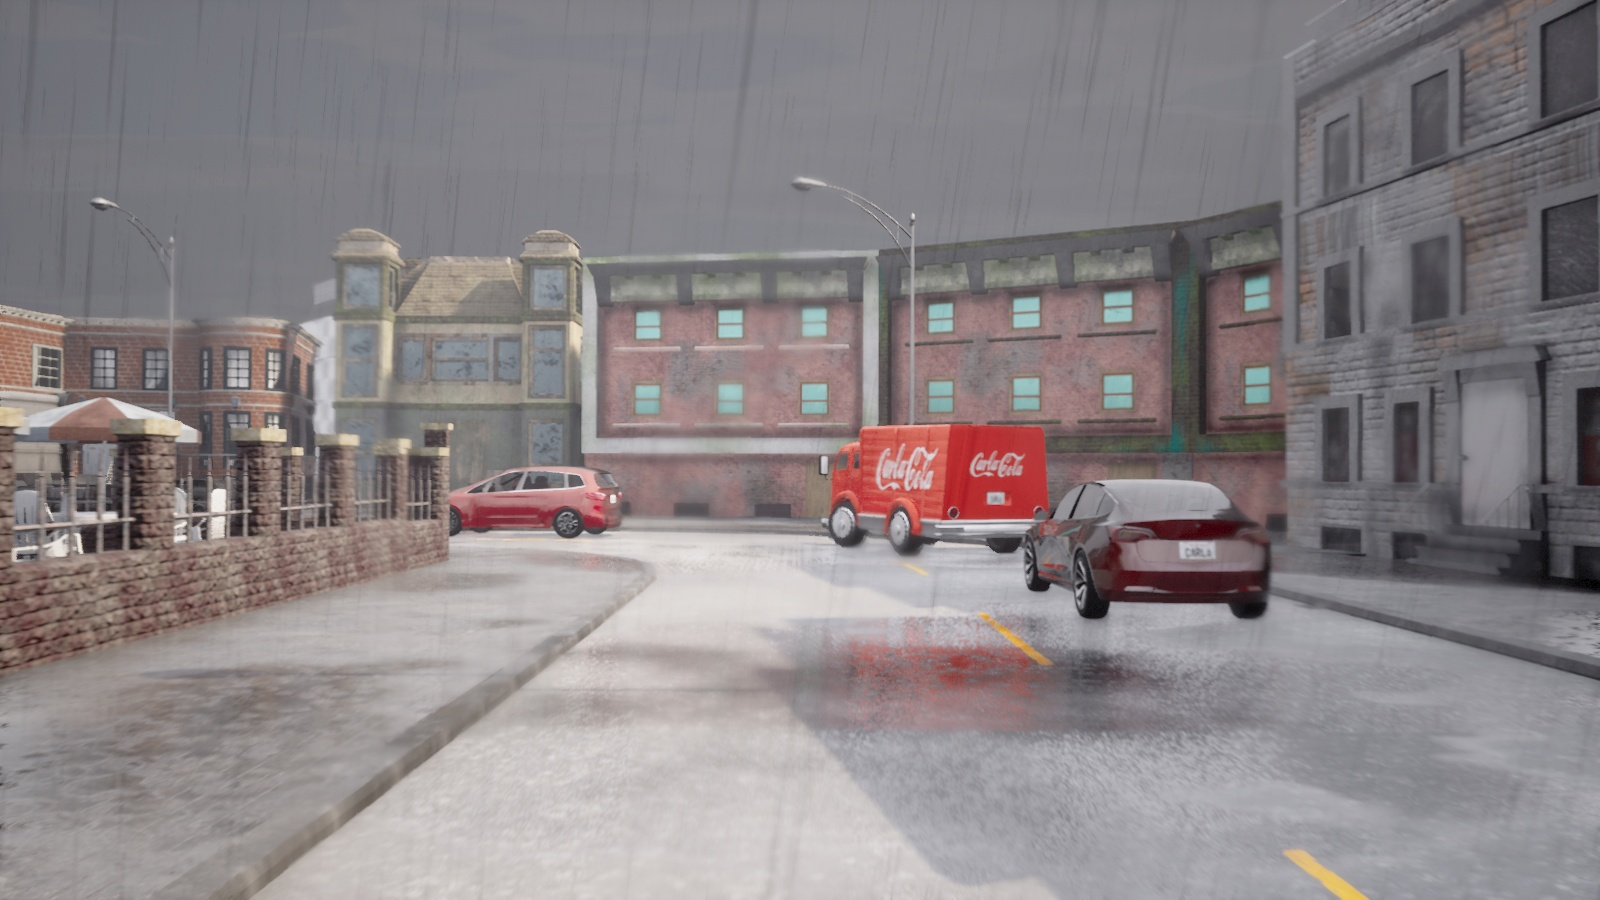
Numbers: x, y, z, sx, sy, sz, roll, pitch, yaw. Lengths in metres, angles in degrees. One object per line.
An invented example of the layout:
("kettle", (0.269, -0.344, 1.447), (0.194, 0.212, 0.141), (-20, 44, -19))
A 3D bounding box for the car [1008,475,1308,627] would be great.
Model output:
("car", (3.963, 1.048, 14.898), (2.163, 1.488, 4.792), (0, -1, 0))

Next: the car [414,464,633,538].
("car", (-6.551, 1.188, 30.004), (4.611, 1.667, 2.242), (0, -1, 9))

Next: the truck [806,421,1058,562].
("truck", (2.438, 0.745, 24.879), (2.627, 2.467, 5.204), (0, -1, -25))

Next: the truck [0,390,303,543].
("truck", (-16.497, 0.404, 30.166), (7.936, 3.462, 2.891), (0, -1, -1))
